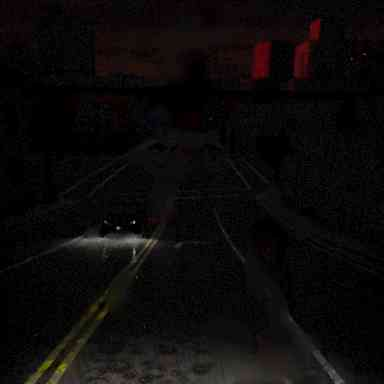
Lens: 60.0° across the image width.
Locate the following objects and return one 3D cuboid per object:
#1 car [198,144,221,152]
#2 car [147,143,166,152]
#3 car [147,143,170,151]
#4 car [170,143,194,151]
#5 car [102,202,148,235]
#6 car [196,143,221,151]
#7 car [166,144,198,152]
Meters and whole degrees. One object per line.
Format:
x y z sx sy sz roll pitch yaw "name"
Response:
3.381 -8.789 66.138 4.974 1.542 2.038 8 15 28 "car"
-6.600 -8.748 65.411 4.974 1.542 2.038 13 18 42 "car"
-6.635 -8.910 65.409 4.536 1.218 1.853 13 18 42 "car"
-1.948 -8.844 65.391 4.536 1.218 1.853 -9 16 -35 "car"
-3.538 1.333 18.334 1.812 1.442 4.674 1 3 0 "car"
3.337 -8.948 66.125 4.536 1.218 1.853 8 15 28 "car"
-1.992 -8.684 65.397 4.974 1.542 2.038 -9 16 -35 "car"
